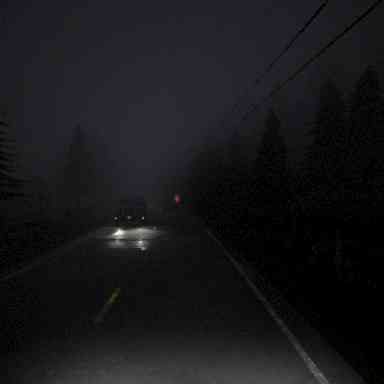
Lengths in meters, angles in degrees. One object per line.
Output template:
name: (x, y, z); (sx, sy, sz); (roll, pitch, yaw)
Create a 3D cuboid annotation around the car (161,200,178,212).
car: (-2.802, 1.678, 41.395); (2.128, 1.511, 4.902); (0, 0, -7)

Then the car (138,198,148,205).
car: (-9.871, 1.895, 66.965); (1.895, 1.301, 4.718); (0, 0, -10)

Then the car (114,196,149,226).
car: (-4.410, 1.336, 24.886); (2.150, 2.045, 5.566); (0, 0, -5)
